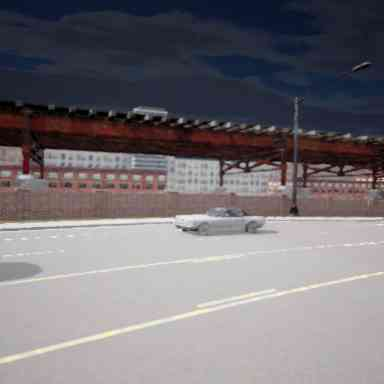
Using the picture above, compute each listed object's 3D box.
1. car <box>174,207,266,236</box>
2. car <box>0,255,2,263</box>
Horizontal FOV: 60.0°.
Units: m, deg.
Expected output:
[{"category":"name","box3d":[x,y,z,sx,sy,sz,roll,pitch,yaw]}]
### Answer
[{"category":"car","box3d":[1.459,1.465,17.196,4.718,1.301,1.895,1,0,-30]},{"category":"car","box3d":[-6.951,1.167,7.465,4.553,1.767,2.097,0,1,-36]}]
